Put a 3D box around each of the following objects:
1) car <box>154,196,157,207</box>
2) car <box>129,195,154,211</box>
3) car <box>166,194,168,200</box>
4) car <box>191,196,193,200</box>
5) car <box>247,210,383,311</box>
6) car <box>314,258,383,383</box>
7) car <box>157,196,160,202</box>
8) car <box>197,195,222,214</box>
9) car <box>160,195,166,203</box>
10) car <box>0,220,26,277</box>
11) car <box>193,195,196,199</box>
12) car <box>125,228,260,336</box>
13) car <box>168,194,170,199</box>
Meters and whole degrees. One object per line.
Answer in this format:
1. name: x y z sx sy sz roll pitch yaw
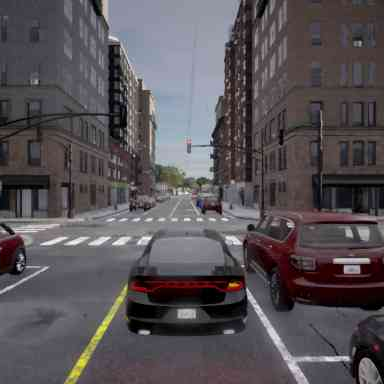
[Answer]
1. car: -6.353 1.564 45.565 1.947 1.339 4.313 0 0 -1
2. car: -6.240 1.313 40.063 2.192 1.841 5.009 0 0 -1
3. car: -6.918 1.540 73.078 1.887 1.381 4.507 0 0 -1
4. car: 0.672 1.519 95.429 1.752 1.417 4.829 0 0 -1
5. car: 2.496 1.315 7.680 2.192 1.841 5.009 0 0 -1
6. car: 2.615 1.551 1.999 2.008 1.369 4.403 0 0 -1
7. car: -6.466 1.548 51.068 2.008 1.369 4.403 0 0 -1
8. car: 1.993 1.314 34.731 2.192 1.841 5.009 0 0 -1
9. car: -6.805 1.540 67.576 1.887 1.381 4.507 0 0 -1
10. car: -5.527 1.440 7.511 1.967 1.590 4.097 0 0 -1
11. car: 1.634 1.312 51.239 2.192 1.841 5.009 0 0 -1
12. car: -0.104 1.478 6.928 1.882 1.535 5.008 0 0 -1
13. car: -7.031 1.545 78.580 2.008 1.369 4.403 0 0 -1
